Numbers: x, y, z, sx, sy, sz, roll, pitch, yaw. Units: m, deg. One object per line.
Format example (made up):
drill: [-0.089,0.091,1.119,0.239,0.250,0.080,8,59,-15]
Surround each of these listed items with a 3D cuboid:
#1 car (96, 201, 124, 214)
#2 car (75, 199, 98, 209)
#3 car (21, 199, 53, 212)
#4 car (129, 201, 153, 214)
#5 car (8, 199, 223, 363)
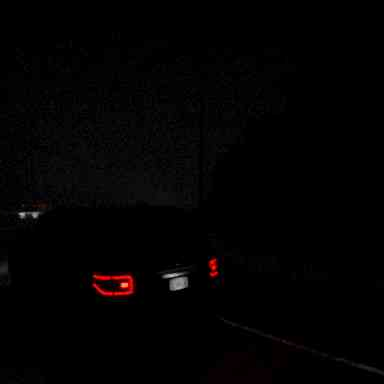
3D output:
car: [-9.841,1.839,40.306,2.033,1.411,5.357,0,0,1]
car: [-16.795,1.887,53.122,2.128,1.511,4.902,0,0,1]
car: [-20.464,1.735,44.089,1.882,1.535,5.008,0,0,1]
car: [-6.315,1.875,41.900,2.033,1.411,5.357,0,0,1]
car: [-1.846,1.268,6.336,2.150,2.045,5.566,0,0,-39]
